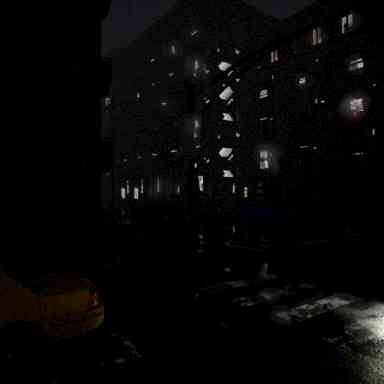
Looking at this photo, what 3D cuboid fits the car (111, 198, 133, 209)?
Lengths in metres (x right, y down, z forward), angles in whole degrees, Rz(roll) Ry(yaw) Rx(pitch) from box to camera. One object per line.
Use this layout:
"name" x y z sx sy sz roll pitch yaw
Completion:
"car" -8.407 1.463 43.249 1.887 1.381 4.507 -1 0 -36

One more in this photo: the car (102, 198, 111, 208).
"car" -11.737 1.463 47.827 1.887 1.381 4.507 -1 0 -36

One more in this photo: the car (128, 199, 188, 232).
"car" -1.876 1.441 20.020 1.967 1.590 4.097 0 0 -36

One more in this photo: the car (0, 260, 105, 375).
"car" -3.568 1.525 4.020 4.829 1.417 1.752 0 0 -36

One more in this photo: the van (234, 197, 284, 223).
"van" 4.913 1.280 24.934 1.690 1.788 3.998 0 0 -36
